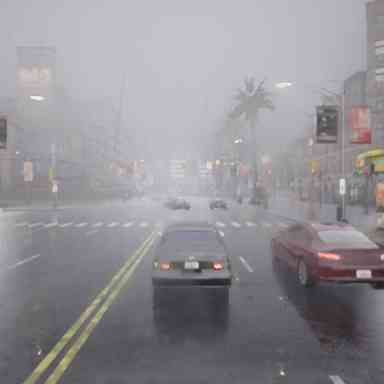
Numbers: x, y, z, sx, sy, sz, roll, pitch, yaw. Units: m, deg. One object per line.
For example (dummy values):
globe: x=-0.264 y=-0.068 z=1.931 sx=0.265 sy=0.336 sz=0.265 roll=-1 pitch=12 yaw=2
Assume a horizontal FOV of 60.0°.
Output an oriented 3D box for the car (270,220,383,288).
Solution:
car: x=3.482 y=1.495 z=9.061 sx=1.812 sy=1.442 sz=4.674 roll=0 pitch=0 yaw=0

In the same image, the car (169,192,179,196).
car: x=-4.261 y=1.238 z=71.961 sx=1.882 sy=1.535 sz=5.008 roll=0 pitch=0 yaw=-1

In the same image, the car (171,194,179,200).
car: x=-4.425 y=1.233 z=87.166 sx=1.812 sy=1.442 sz=4.674 roll=0 pitch=0 yaw=-1

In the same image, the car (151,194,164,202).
car: x=-7.756 y=1.286 z=71.416 sx=1.812 sy=1.442 sz=4.674 roll=0 pitch=0 yaw=-1

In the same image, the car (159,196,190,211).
car: x=-1.888 y=1.471 z=38.628 sx=1.895 sy=1.301 sz=4.718 roll=0 pitch=0 yaw=-23

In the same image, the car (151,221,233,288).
car: x=-0.017 y=1.516 z=9.211 sx=2.033 sy=1.411 sz=5.357 roll=0 pitch=0 yaw=0

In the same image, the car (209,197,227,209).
car: x=3.166 y=1.387 z=41.501 sx=1.812 sy=1.442 sz=4.674 roll=0 pitch=0 yaw=-1
